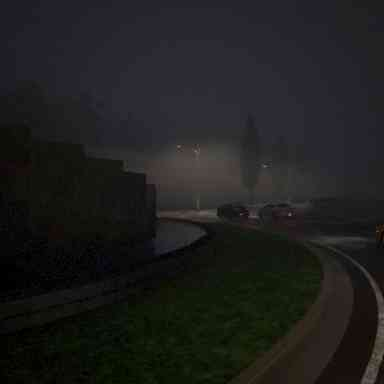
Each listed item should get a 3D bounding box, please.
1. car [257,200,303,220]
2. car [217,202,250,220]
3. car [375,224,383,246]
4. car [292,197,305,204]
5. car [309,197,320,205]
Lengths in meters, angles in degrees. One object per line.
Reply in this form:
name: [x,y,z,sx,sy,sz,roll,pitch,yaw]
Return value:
car: [7.400,1.652,29.215,1.812,1.442,4.674,-1,0,-13]
car: [3.626,1.667,30.050,2.128,1.511,4.902,-1,0,-12]
car: [9.186,1.462,11.918,1.882,1.535,5.008,-1,0,-27]
car: [21.275,1.709,66.449,1.882,1.535,5.008,-1,0,31]
car: [23.917,1.692,64.224,1.812,1.442,4.674,-1,0,31]
